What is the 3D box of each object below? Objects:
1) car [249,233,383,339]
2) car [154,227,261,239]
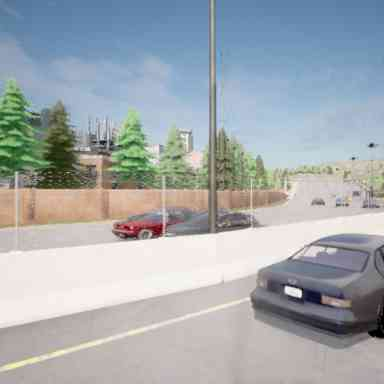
[{"bbox_3d":[3.461,1.553,6.643,5.357,1.411,2.033,0,0,-40],"label":"car"},{"bbox_3d":[0.922,1.537,13.999,4.892,1.490,1.837,0,0,-42],"label":"car"}]
